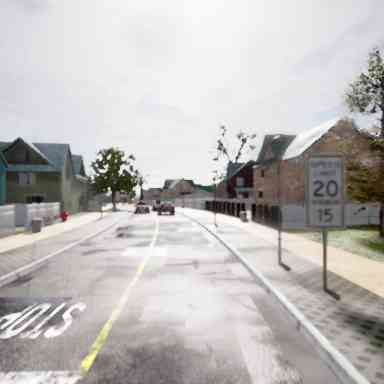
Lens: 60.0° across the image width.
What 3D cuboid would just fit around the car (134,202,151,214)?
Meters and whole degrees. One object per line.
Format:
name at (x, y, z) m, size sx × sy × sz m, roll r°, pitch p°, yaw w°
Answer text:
car at (-6.543, 2.045, 43.808) m, size 1.812 × 1.442 × 4.674 m, roll 0°, pitch -1°, yaw -9°

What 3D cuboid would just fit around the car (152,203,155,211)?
car at (-4.951, 2.230, 50.196) m, size 1.895 × 1.301 × 4.718 m, roll 0°, pitch -1°, yaw -11°

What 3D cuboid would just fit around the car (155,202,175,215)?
car at (-3.138, 1.961, 40.107) m, size 1.837 × 1.490 × 4.892 m, roll 0°, pitch -1°, yaw -9°
